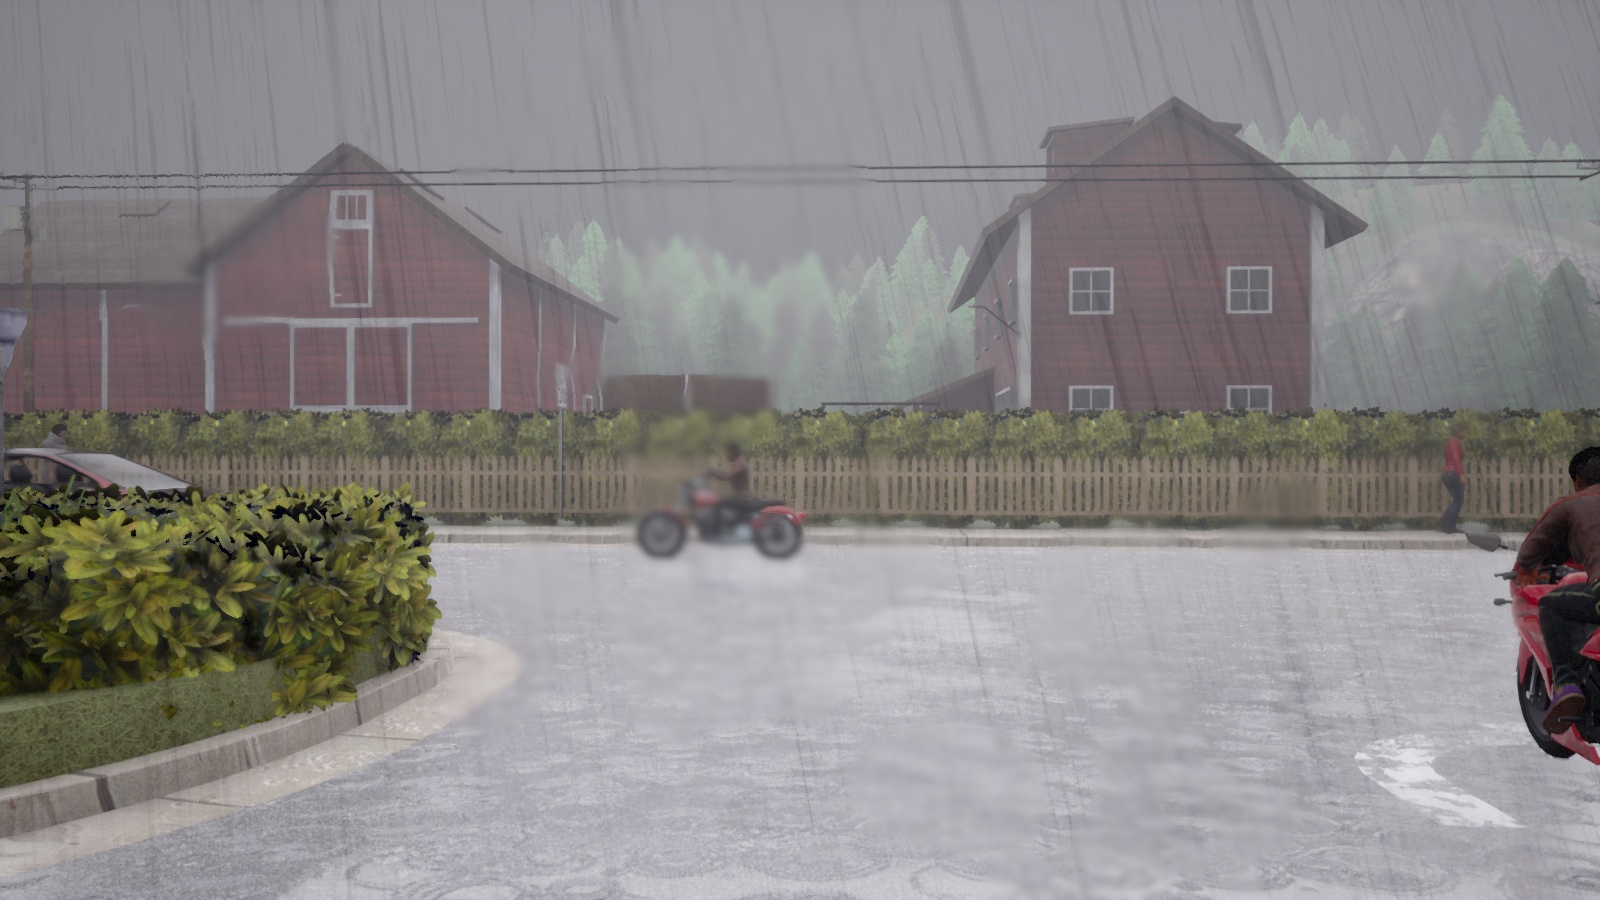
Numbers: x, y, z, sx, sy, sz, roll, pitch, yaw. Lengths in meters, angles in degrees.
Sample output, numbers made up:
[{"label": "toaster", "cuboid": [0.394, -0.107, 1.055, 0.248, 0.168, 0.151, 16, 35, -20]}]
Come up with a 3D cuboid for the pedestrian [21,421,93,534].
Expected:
[{"label": "pedestrian", "cuboid": [-13.086, 0.475, 22.125, 0.873, 1.952, 0.659, 0, 0, 0]}]

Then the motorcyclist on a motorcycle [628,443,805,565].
[{"label": "motorcyclist on a motorcycle", "cuboid": [-1.139, 0.732, 17.361, 2.350, 1.649, 0.766, 0, 0, 4]}]

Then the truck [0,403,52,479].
[{"label": "truck", "cuboid": [-41.630, -0.425, 62.175, 2.891, 3.827, 8.468, -1, 0, 12]}]

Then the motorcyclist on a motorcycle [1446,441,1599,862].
[{"label": "motorcyclist on a motorcycle", "cuboid": [3.496, 0.729, 5.450, 0.797, 1.523, 2.044, 0, 0, 14]}]

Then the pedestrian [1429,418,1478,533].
[{"label": "pedestrian", "cuboid": [10.655, 0.415, 20.489, 0.636, 1.846, 0.331, 0, 0, 11]}]

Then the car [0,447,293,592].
[{"label": "car", "cuboid": [-8.460, 0.740, 14.357, 4.514, 1.525, 2.007, 0, 0, 4]}]
